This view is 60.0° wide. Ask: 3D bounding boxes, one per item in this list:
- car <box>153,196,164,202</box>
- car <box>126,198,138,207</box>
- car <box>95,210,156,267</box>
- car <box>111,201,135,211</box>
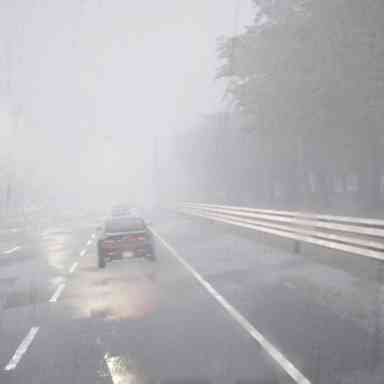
[{"bbox_3d":[-8.436,1.794,87.816,2.097,1.767,4.553,-4,0,19],"label":"car"},{"bbox_3d":[-11.732,2.030,64.137,2.097,1.767,4.553,-3,0,0],"label":"car"},{"bbox_3d":[-2.451,1.648,12.311,1.837,1.490,4.892,-4,0,-13],"label":"car"},{"bbox_3d":[-7.356,1.978,34.474,2.033,1.411,5.357,-4,0,-13],"label":"car"}]
